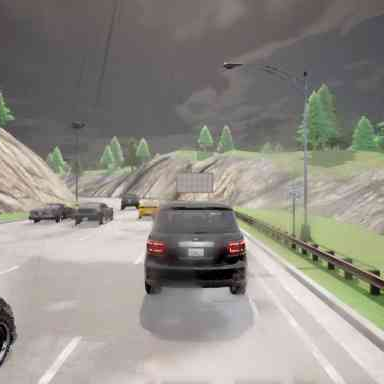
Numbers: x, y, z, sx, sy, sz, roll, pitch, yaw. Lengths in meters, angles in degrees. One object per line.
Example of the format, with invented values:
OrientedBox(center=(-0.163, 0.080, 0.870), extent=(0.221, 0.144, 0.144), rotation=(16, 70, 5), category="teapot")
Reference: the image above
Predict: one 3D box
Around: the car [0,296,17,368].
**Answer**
OrientedBox(center=(-3.405, 1.564, 2.895), extent=(1.994, 1.385, 4.181), rotation=(0, 0, 0), category="car")

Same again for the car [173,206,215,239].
OrientedBox(center=(0.090, 1.558, 18.097), extent=(1.994, 1.385, 4.181), rotation=(0, 0, 0), category="car")

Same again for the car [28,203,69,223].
OrientedBox(center=(-10.449, 1.547, 25.412), extent=(2.033, 1.411, 5.357), rotation=(0, 0, 0), category="car")

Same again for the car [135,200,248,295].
OrientedBox(center=(0.085, 1.221, 8.878), extent=(2.150, 2.045, 5.566), rotation=(0, 0, 0), category="car")

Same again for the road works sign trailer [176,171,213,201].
OrientedBox(center=(0.182, 0.464, 21.594), extent=(2.380, 3.560, 2.880), rotation=(0, 0, 0), category="road works sign trailer")

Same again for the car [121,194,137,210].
OrientedBox(center=(-7.941, 1.222, 42.900), extent=(2.150, 2.045, 5.566), rotation=(0, 0, -8), category="car")

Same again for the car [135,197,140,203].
OrientedBox(center=(-3.521, 1.477, 29.332), extent=(1.882, 1.535, 5.008), rotation=(0, -1, -1), category="car")

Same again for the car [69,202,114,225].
OrientedBox(center=(-6.943, 1.503, 24.038), extent=(1.837, 1.490, 4.892), rotation=(0, 0, 0), category="car")
